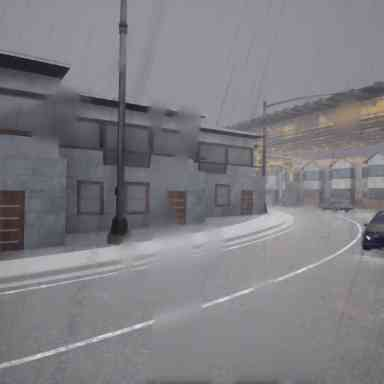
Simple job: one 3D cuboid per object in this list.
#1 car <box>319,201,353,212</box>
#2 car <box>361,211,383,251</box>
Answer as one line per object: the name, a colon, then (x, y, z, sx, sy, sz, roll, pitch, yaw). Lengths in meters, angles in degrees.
car: (18.561, 1.837, 43.049, 2.033, 1.411, 5.357, 1, -1, -7)
car: (8.067, 1.473, 13.247, 2.033, 1.411, 5.357, 0, 1, 34)
